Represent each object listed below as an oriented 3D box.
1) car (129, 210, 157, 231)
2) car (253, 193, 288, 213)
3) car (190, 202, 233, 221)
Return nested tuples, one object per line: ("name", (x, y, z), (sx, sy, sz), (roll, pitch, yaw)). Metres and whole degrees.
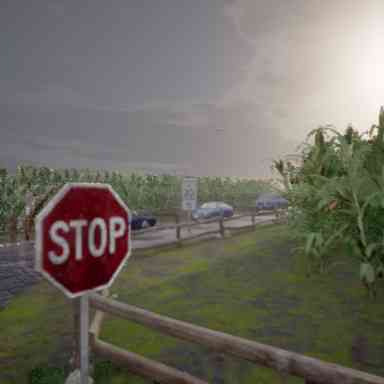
("car", (-4.153, 1.674, 18.315), (1.895, 1.301, 4.718), (0, 0, 35))
("car", (8.581, 1.152, 36.155), (2.150, 2.045, 5.566), (0, 0, 36))
("car", (1.642, 1.534, 26.456), (1.812, 1.442, 4.674), (0, 0, 36))
